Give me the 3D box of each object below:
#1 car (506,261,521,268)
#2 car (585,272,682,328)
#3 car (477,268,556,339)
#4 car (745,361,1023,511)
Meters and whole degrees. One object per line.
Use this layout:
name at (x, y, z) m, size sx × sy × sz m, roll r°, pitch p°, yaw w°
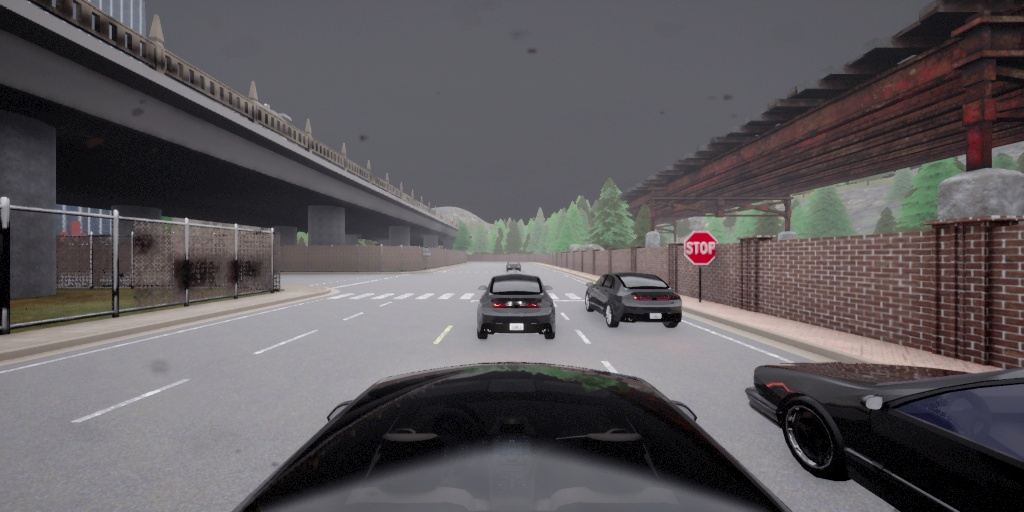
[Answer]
car at (0.196, 1.351, 46.310) m, size 1.895 × 1.301 × 4.718 m, roll 0°, pitch 0°, yaw -1°
car at (3.603, 1.255, 11.386) m, size 1.837 × 1.490 × 4.892 m, roll 0°, pitch 0°, yaw 0°
car at (0.101, 1.255, 10.028) m, size 1.837 × 1.490 × 4.892 m, roll 0°, pitch 0°, yaw 0°
car at (3.600, 1.297, 1.640) m, size 2.033 × 1.411 × 5.357 m, roll 0°, pitch 0°, yaw 0°
